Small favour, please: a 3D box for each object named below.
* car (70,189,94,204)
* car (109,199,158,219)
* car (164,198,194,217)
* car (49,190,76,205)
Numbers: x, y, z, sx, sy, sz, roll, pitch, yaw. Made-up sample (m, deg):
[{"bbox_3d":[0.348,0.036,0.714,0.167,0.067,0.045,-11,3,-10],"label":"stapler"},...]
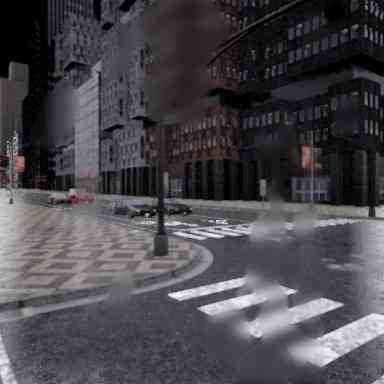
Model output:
[{"bbox_3d":[-15.621,0.559,46.499,2.150,2.045,5.566,0,1,-36],"label":"car"},{"bbox_3d":[-4.746,1.226,25.953,2.033,1.411,5.357,0,1,-36],"label":"car"},{"bbox_3d":[-2.091,1.218,27.827,2.033,1.411,5.357,0,1,-36],"label":"car"},{"bbox_3d":[-16.952,0.855,42.784,1.882,1.535,5.008,0,1,-36],"label":"car"}]
